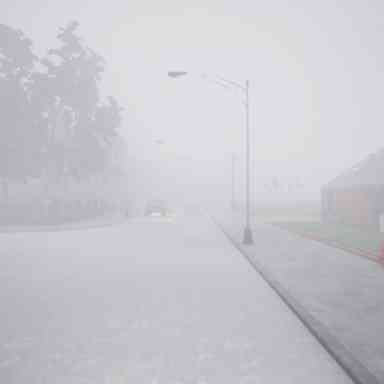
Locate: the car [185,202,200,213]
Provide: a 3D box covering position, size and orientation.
[{"bbox_3d":[0.057,2.024,44.577,1.882,1.535,5.008,0,-1,0],"label":"car"}]

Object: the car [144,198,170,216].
[{"bbox_3d":[-4.140,1.695,38.551,2.150,2.045,5.566,0,-1,0],"label":"car"}]
